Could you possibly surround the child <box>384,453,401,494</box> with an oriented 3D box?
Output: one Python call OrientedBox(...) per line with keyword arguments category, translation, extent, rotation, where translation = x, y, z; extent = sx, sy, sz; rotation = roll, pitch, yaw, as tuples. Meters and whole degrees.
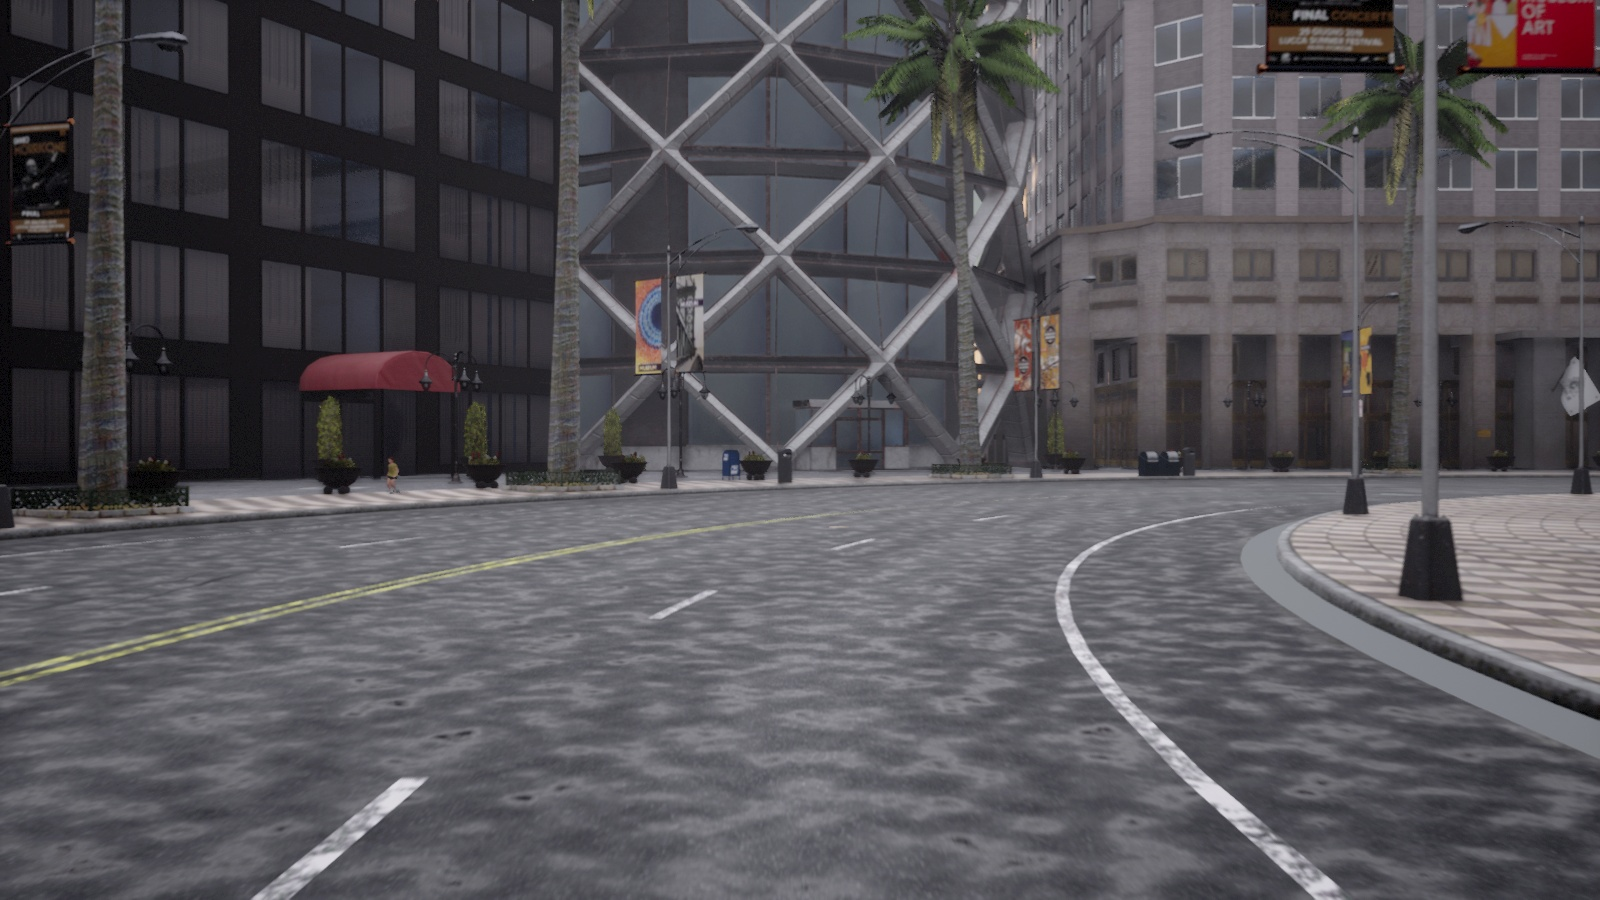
OrientedBox(category="child", translation=(-11.186, 0.642, 34.463), extent=(0.255, 1.110, 0.394), rotation=(0, 0, 24))
